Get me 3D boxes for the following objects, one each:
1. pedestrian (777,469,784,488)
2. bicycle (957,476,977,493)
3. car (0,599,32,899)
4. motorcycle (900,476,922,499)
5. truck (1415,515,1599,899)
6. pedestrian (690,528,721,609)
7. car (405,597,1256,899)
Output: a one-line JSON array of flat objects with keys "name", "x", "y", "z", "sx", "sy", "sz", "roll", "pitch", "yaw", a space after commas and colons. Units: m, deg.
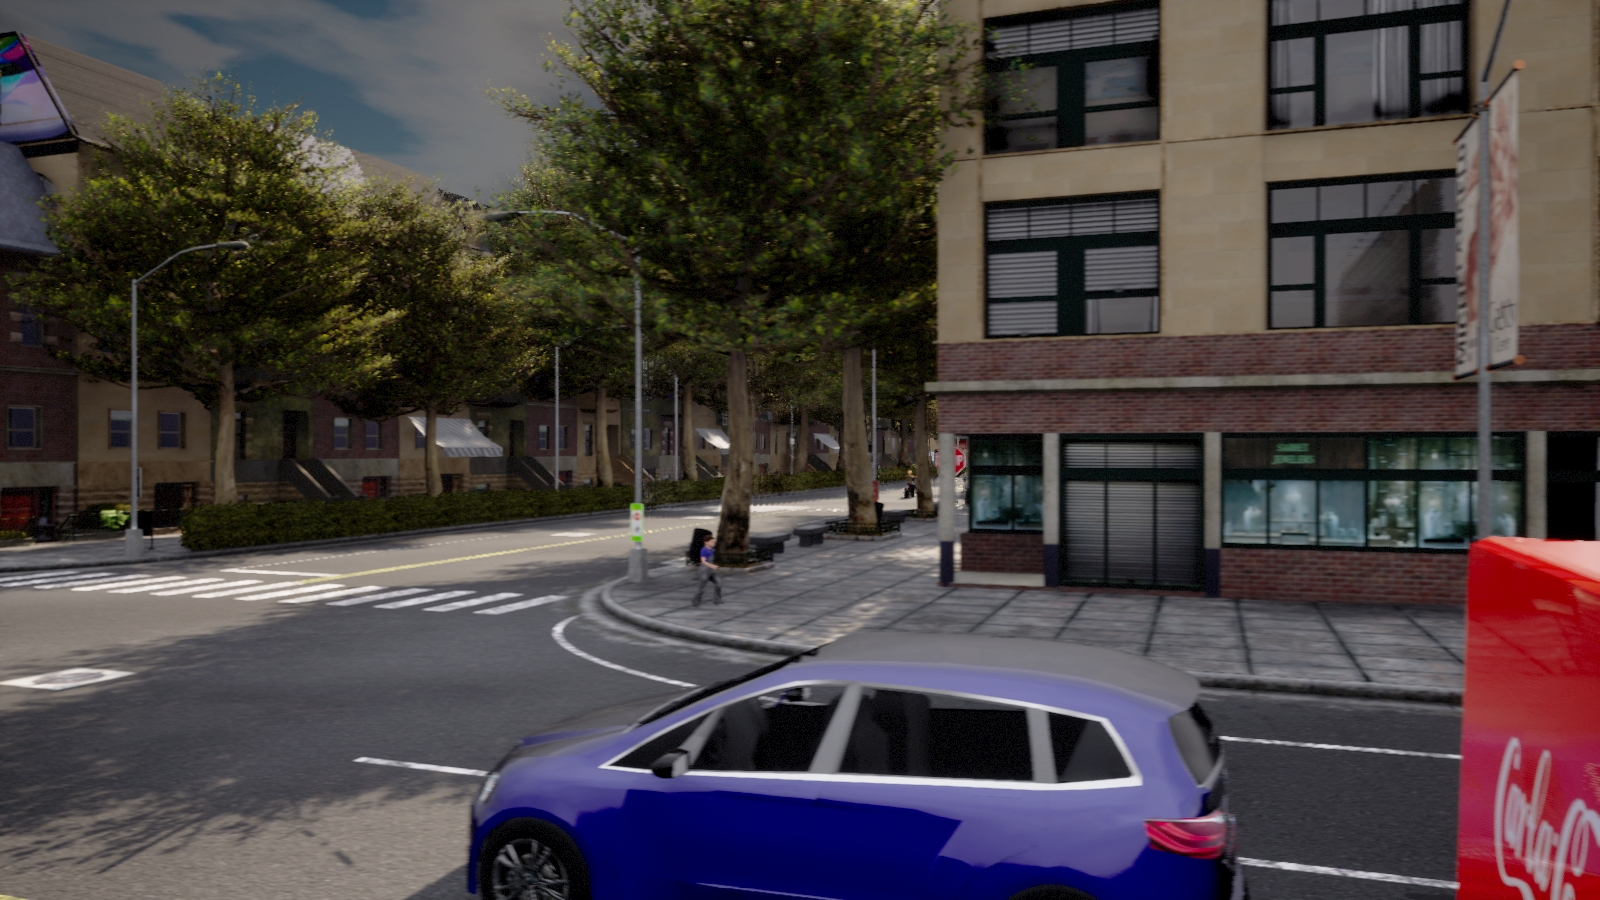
[{"name": "pedestrian", "x": -1.369, "y": 1.967, "z": 78.390, "sx": 0.375, "sy": 1.300, "sz": 0.375, "roll": 0, "pitch": 0, "yaw": 20}, {"name": "bicycle", "x": 10.970, "y": 2.251, "z": 74.951, "sx": 0.859, "sy": 1.080, "sz": 1.487, "roll": 2, "pitch": 0, "yaw": -8}, {"name": "car", "x": -6.913, "y": 1.773, "z": 5.785, "sx": 5.566, "sy": 2.045, "sz": 2.150, "roll": 0, "pitch": 0, "yaw": 20}, {"name": "motorcycle", "x": 6.478, "y": 2.165, "z": 66.497, "sx": 0.764, "sy": 1.277, "sz": 2.356, "roll": 0, "pitch": 0, "yaw": 20}, {"name": "truck", "x": 4.110, "y": 1.542, "z": 1.819, "sx": 5.204, "sy": 2.467, "sz": 2.627, "roll": 2, "pitch": 1, "yaw": 20}, {"name": "pedestrian", "x": -1.576, "y": 1.974, "z": 19.107, "sx": 0.375, "sy": 1.300, "sz": 0.375, "roll": 0, "pitch": 0, "yaw": 30}, {"name": "car", "x": 0.247, "y": 1.967, "z": 6.934, "sx": 4.611, "sy": 1.667, "sz": 2.242, "roll": 0, "pitch": 0, "yaw": 20}]
